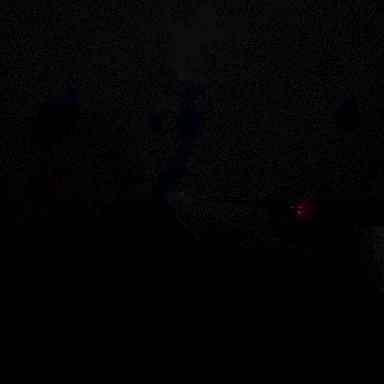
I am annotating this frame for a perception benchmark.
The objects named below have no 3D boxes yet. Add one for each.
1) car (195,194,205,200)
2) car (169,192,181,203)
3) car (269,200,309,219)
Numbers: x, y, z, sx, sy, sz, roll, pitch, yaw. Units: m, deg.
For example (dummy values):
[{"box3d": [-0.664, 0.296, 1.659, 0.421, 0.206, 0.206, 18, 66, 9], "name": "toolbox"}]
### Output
[{"box3d": [1.853, 1.244, 79.289, 1.895, 1.301, 4.718, 0, 0, -6], "name": "car"}, {"box3d": [-3.531, 1.264, 64.364, 1.837, 1.490, 4.892, -1, 1, -4], "name": "car"}, {"box3d": [7.788, 1.380, 27.193, 2.128, 1.511, 4.902, 0, 0, -6], "name": "car"}]
